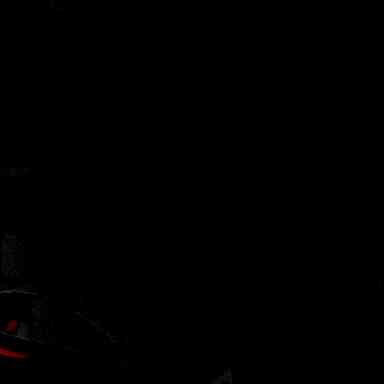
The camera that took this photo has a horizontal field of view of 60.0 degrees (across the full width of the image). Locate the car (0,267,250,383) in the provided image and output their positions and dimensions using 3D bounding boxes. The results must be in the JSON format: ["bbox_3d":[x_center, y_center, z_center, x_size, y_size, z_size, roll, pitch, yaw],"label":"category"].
[{"bbox_3d":[-1.450,1.585,3.853,4.313,1.339,1.947,0,0,36],"label":"car"}]
